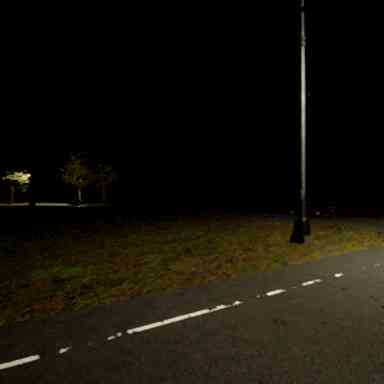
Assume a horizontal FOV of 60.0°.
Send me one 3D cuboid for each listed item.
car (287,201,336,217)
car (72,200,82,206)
[{"bbox_3d":[12.027,1.713,33.826,1.882,1.535,5.008,2,-2,-36],"label":"car"},{"bbox_3d":[-29.526,2.874,85.231,2.128,1.511,4.902,2,-2,-30],"label":"car"}]
